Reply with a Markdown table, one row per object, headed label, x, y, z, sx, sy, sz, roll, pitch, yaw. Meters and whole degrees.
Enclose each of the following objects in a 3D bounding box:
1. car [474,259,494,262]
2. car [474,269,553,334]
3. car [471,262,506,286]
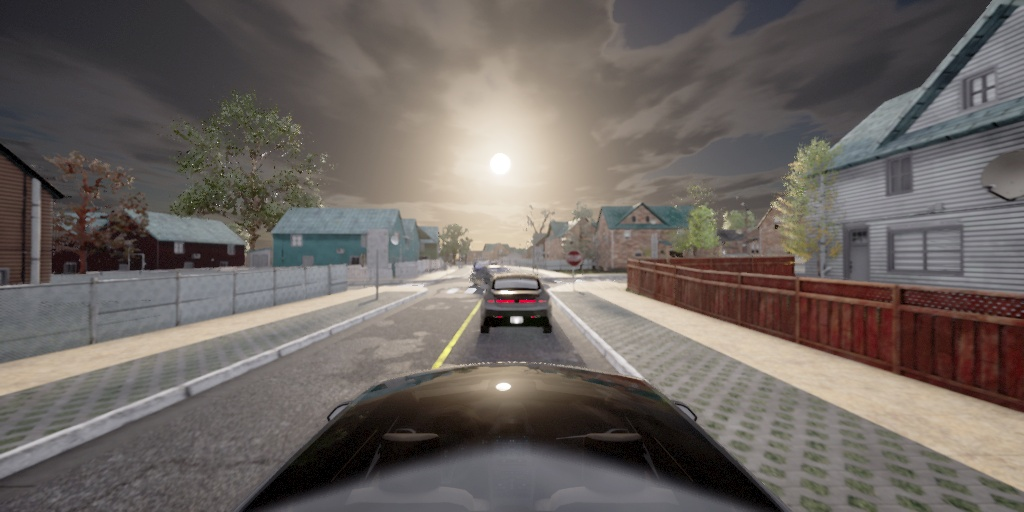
| label | x | y | z | sx | sy | sz | roll | pitch | yaw |
| --- | --- | --- | --- | --- | --- | --- | --- | --- | --- |
| car | -3.296 | 1.364 | 40.691 | 1.882 | 1.535 | 5.008 | 0 | 0 | -3 |
| car | 0.103 | 1.265 | 10.710 | 1.837 | 1.490 | 4.892 | 0 | -1 | 0 |
| car | -1.248 | 1.315 | 22.748 | 2.033 | 1.411 | 5.357 | 0 | 0 | -18 |
